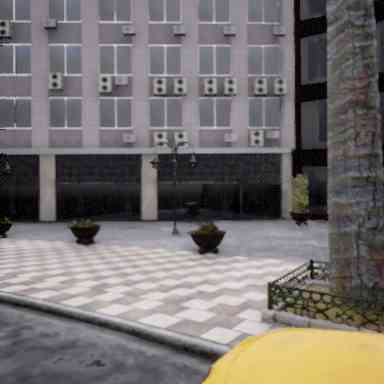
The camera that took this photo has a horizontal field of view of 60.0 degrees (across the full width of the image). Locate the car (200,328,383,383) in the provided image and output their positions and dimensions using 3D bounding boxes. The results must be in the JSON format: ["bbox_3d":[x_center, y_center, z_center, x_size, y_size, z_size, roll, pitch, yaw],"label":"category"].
[{"bbox_3d":[2.377,1.441,1.632,5.366,1.575,1.801,-1,0,36],"label":"car"}]
